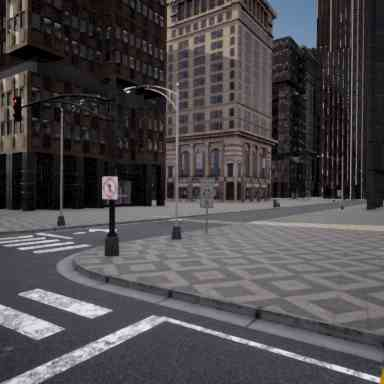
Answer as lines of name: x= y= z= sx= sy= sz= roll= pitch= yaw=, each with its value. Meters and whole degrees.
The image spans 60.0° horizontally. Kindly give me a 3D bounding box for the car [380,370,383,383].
car: x=3.507 y=1.478 z=1.192 sx=5.008 sy=1.535 sz=1.882 roll=0 pitch=0 yaw=35
